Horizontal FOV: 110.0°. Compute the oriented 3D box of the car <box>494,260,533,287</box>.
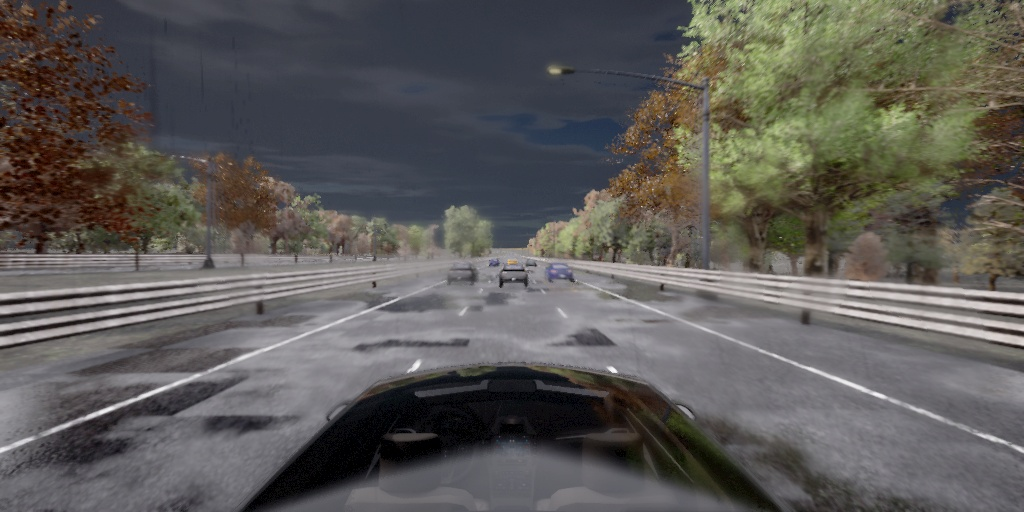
[{"bbox_3d":[0.107,1.235,24.542,2.128,1.511,4.902,0,0,0],"label":"car"}]

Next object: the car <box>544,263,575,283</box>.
[{"bbox_3d":[3.603,1.267,27.647,1.812,1.442,4.674,0,0,0],"label":"car"}]

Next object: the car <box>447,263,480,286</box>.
[{"bbox_3d":[-3.393,1.234,25.553,2.128,1.511,4.902,0,0,0],"label":"car"}]
